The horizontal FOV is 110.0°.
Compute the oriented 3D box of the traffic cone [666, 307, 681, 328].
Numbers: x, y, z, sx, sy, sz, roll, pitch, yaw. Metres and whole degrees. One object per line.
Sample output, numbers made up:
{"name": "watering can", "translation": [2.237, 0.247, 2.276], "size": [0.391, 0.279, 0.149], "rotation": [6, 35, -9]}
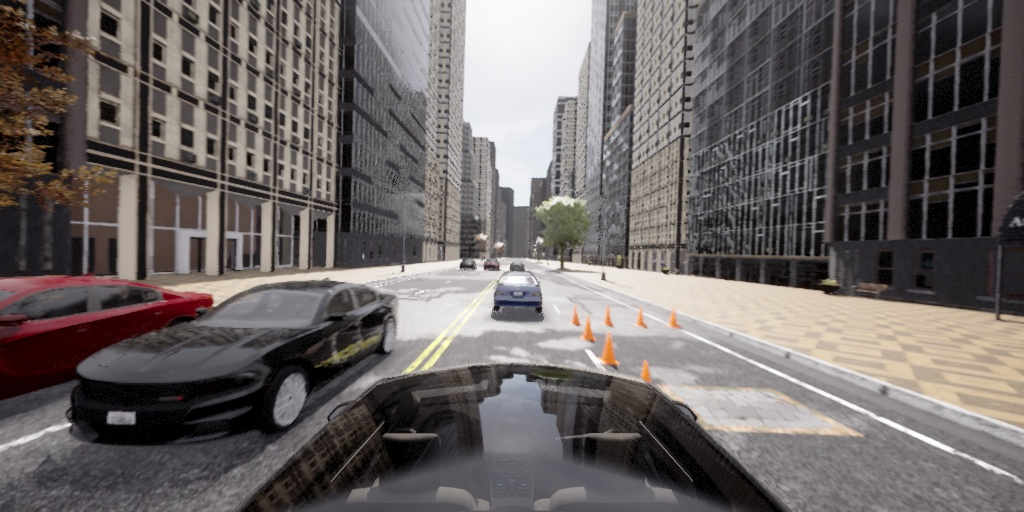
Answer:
{"name": "traffic cone", "translation": [4.928, 1.866, 10.975], "size": [0.340, 0.580, 0.340], "rotation": [0, 0, 1]}

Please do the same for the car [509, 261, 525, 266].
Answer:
{"name": "car", "translation": [0.594, 1.338, 43.696], "size": [1.812, 1.442, 4.674], "rotation": [2, 0, 1]}

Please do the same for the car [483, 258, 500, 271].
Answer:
{"name": "car", "translation": [-2.735, 1.069, 48.928], "size": [2.097, 1.767, 4.553], "rotation": [2, 0, 1]}

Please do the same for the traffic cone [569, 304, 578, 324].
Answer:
{"name": "traffic cone", "translation": [1.930, 1.774, 11.013], "size": [0.340, 0.580, 0.340], "rotation": [0, 0, 1]}

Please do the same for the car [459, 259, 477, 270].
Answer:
{"name": "car", "translation": [-5.987, 1.095, 48.936], "size": [1.882, 1.535, 5.008], "rotation": [2, 0, 1]}

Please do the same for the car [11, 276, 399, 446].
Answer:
{"name": "car", "translation": [-3.328, 1.129, 5.590], "size": [1.882, 1.535, 5.008], "rotation": [2, 0, 1]}

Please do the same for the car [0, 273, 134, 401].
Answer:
{"name": "car", "translation": [-6.588, 1.029, 4.725], "size": [1.882, 1.535, 5.008], "rotation": [2, 0, 1]}

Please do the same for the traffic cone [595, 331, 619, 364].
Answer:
{"name": "traffic cone", "translation": [1.880, 1.769, 7.013], "size": [0.340, 0.580, 0.340], "rotation": [0, 0, 1]}

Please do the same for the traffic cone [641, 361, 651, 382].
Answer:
{"name": "traffic cone", "translation": [1.855, 1.766, 5.014], "size": [0.340, 0.580, 0.340], "rotation": [0, 0, 1]}

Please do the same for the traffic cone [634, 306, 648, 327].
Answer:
{"name": "traffic cone", "translation": [3.929, 1.835, 10.988], "size": [0.340, 0.580, 0.340], "rotation": [0, 0, 1]}

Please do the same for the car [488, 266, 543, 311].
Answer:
{"name": "car", "translation": [0.228, 1.318, 14.568], "size": [2.033, 1.411, 5.357], "rotation": [2, 0, 1]}

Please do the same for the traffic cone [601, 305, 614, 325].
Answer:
{"name": "traffic cone", "translation": [2.929, 1.805, 11.000], "size": [0.340, 0.580, 0.340], "rotation": [0, 0, 1]}

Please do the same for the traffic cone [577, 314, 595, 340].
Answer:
{"name": "traffic cone", "translation": [1.905, 1.771, 9.013], "size": [0.340, 0.580, 0.340], "rotation": [0, 0, 1]}
